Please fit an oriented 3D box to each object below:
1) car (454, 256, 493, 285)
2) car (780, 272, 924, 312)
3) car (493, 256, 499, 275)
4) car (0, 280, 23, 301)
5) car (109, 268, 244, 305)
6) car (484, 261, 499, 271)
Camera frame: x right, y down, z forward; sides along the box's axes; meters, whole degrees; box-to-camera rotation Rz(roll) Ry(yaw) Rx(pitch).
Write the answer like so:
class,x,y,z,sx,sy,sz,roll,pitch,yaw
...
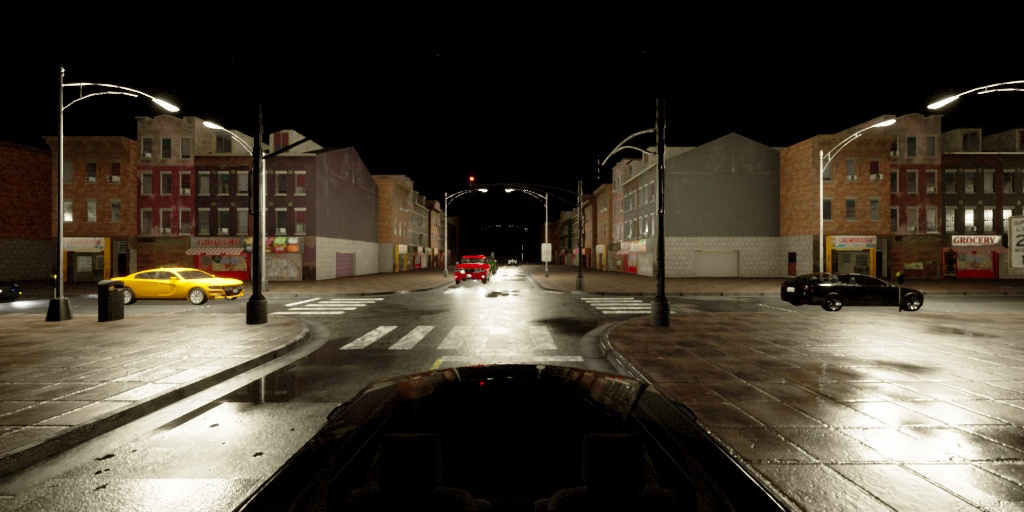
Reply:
class,x,y,z,sx,sy,sz,roll,pitch,yaw
car,-2.831,0.984,26.595,2.150,2.045,5.566,0,0,0
car,12.357,1.266,13.210,4.313,1.339,1.948,0,0,0
car,-2.826,0.991,39.000,2.150,2.045,5.566,0,0,0
car,-24.593,1.391,15.788,4.181,1.385,1.994,0,0,0
car,-14.589,1.270,15.759,5.008,1.535,1.882,0,0,2
car,-2.825,1.380,50.582,1.895,1.301,4.718,0,0,0
